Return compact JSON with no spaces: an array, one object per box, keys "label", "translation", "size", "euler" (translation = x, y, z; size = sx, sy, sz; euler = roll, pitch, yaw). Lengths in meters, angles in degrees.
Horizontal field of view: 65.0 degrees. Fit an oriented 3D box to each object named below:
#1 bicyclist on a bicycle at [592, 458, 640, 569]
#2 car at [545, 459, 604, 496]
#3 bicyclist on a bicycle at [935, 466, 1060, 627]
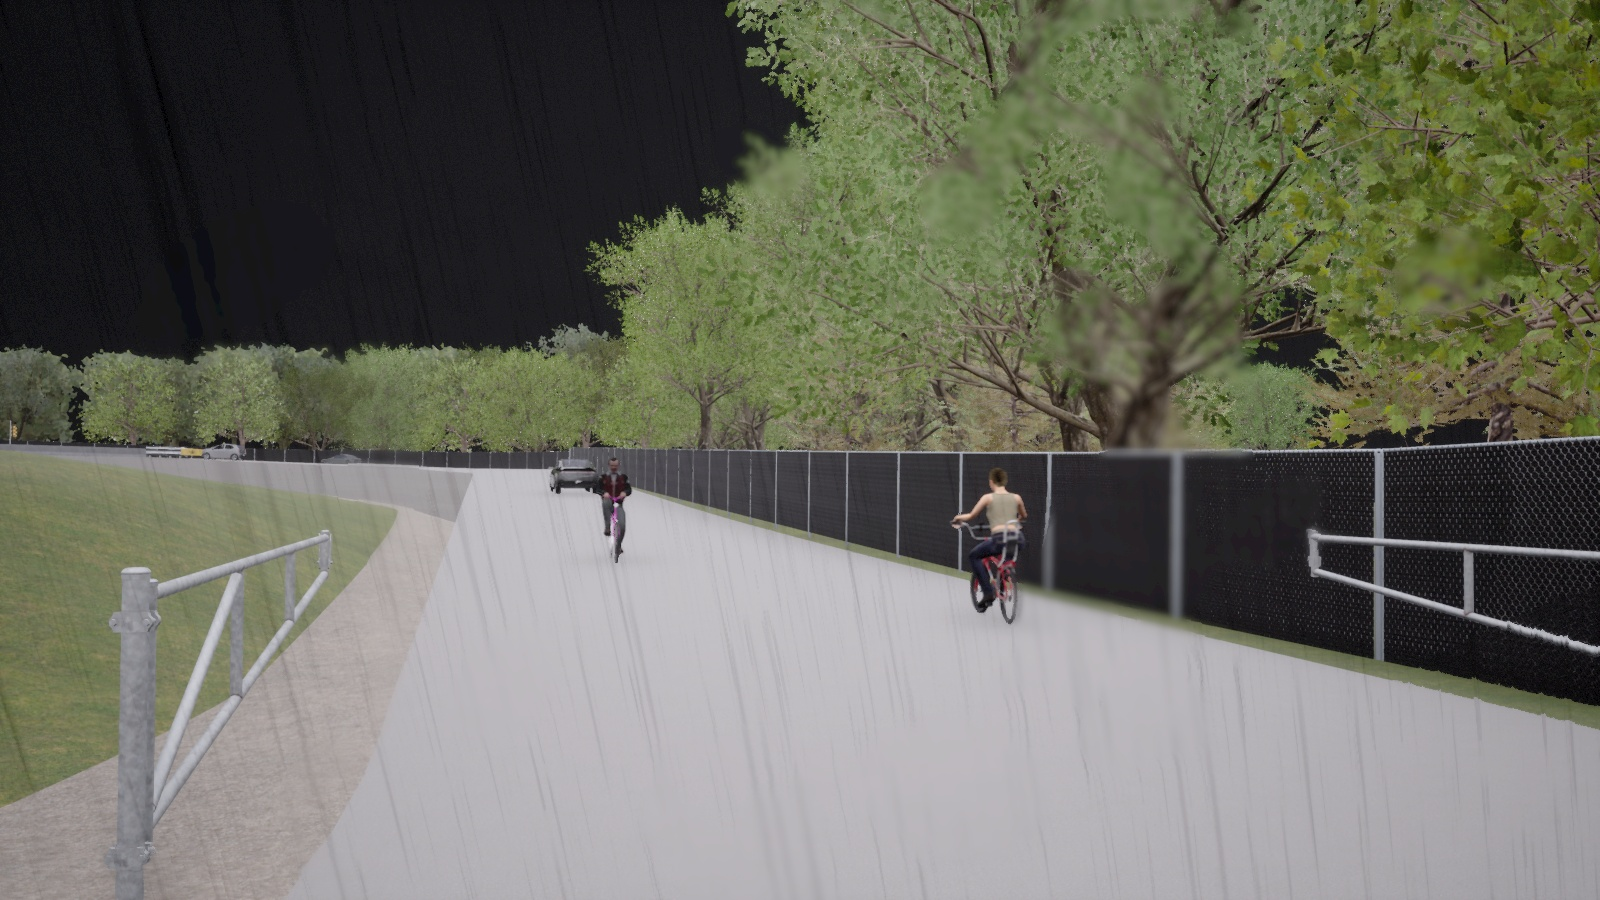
[{"label":"bicyclist on a bicycle","translation":[-3.116,1.037,21.169],"size":[0.659,1.776,1.843],"euler":[0,-1,-12]},{"label":"car","translation":[-10.049,1.179,55.679],"size":[2.128,1.511,4.902],"euler":[0,0,-15]},{"label":"bicyclist on a bicycle","translation":[2.070,0.980,13.390],"size":[0.866,1.612,1.509],"euler":[0,-1,-10]}]
